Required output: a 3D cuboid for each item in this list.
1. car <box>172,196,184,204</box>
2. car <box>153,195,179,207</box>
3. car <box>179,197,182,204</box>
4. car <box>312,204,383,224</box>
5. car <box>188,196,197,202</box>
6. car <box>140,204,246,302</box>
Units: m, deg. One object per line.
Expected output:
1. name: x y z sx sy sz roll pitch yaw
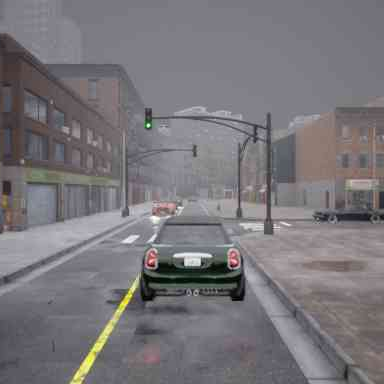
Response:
1. car: -2.673 1.593 64.017 2.033 1.411 5.357 0 0 1
2. car: -2.785 1.362 33.868 2.097 1.767 4.553 0 0 0
3. car: -2.767 1.566 43.337 2.033 1.411 5.357 0 0 0
4. car: 10.970 1.533 23.200 4.718 1.301 1.895 0 0 0
5. car: 0.148 1.617 75.542 1.994 1.385 4.181 0 0 0
6. car: 0.032 1.352 8.427 2.097 1.767 4.553 0 0 1
